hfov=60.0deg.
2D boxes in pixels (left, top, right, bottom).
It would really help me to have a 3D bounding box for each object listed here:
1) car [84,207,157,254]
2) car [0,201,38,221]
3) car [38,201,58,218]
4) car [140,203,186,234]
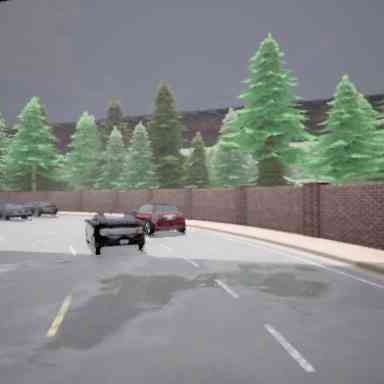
[{"bbox_3d":[-3.304,1.528,13.807,2.128,1.511,4.902,0,0,-23],"label":"car"},{"bbox_3d":[-16.159,1.714,29.022,5.357,1.411,2.033,-1,0,33],"label":"car"},{"bbox_3d":[-15.042,1.649,32.183,4.902,1.511,2.128,-1,0,33],"label":"car"},{"bbox_3d":[-2.167,1.379,18.993,2.097,1.767,4.553,-1,0,-29],"label":"car"}]
